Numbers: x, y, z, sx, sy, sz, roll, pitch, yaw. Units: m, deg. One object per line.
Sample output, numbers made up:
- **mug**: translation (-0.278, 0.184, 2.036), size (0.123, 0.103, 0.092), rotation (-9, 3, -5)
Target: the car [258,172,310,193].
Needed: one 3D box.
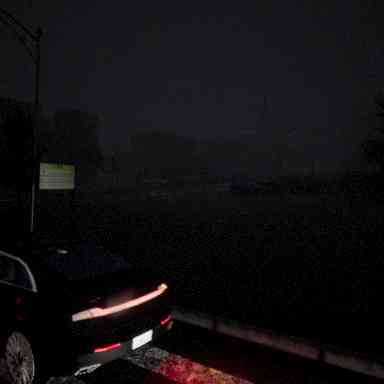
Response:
- **car**: translation (11.459, -1.024, 42.083), size (5.566, 2.045, 2.435), rotation (4, 7, 32)

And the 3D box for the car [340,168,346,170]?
- **car**: translation (35.318, -4.814, 84.025), size (5.008, 1.535, 2.097), rotation (2, 5, 31)

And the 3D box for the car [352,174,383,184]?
- **car**: translation (30.328, -2.269, 56.974), size (4.892, 1.521, 2.231), rotation (4, 7, 31)

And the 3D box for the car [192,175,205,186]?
- **car**: translation (-0.825, -2.017, 54.100), size (4.553, 1.767, 2.185), rotation (2, 6, 30)

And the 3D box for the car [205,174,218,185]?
- **car**: translation (1.385, -2.053, 56.032), size (4.792, 1.488, 2.163), rotation (2, 6, 30)

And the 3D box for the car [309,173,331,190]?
- **car**: translation (16.183, -1.271, 45.787), size (4.553, 1.767, 2.185), rotation (4, 7, 32)

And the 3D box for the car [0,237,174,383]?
- **car**: translation (-2.536, 1.487, 5.276), size (4.902, 1.511, 2.128), rotation (0, 0, 36)

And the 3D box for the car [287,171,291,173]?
- **car**: translation (17.208, -3.393, 69.157), size (5.008, 1.535, 2.097), rotation (2, 5, 30)

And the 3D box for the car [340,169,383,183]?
- **car**: translation (28.013, -2.329, 55.044), size (5.566, 2.045, 2.435), rotation (4, 7, 31)

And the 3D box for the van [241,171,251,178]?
- **van**: translation (8.084, -2.874, 61.709), size (4.442, 1.987, 1.878), rotation (2, 6, 30)

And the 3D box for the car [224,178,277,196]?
- **car**: translation (6.762, -0.403, 38.421), size (5.008, 1.535, 2.097), rotation (4, 7, 32)

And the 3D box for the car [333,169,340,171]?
- **car**: translation (33.059, -4.654, 82.163), size (5.008, 1.535, 2.097), rotation (2, 6, 31)

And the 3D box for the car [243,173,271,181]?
- **car**: translation (12.693, -3.020, 65.420), size (5.008, 1.535, 2.097), rotation (2, 5, 30)

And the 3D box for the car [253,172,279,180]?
- **car**: translation (14.980, -3.175, 67.270), size (4.792, 1.488, 2.163), rotation (2, 5, 30)

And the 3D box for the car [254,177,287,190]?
- **car**: translation (11.078, -1.251, 47.382), size (1.812, 1.442, 4.674), rotation (-4, 6, -33)

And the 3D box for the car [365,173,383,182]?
- **car**: translation (34.805, -2.664, 60.853), size (5.366, 1.575, 1.946), rotation (4, 7, 30)

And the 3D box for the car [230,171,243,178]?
- **car**: translation (5.928, -2.459, 59.796), size (5.008, 1.535, 2.097), rotation (2, 5, 30)

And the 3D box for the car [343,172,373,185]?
- **car**: translation (25.661, -1.861, 53.196), size (4.792, 1.488, 2.163), rotation (4, 7, 31)

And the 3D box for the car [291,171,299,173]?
- **car**: translation (19.475, -3.577, 71.012), size (4.892, 1.521, 2.231), rotation (2, 6, 30)

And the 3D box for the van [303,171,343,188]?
- **van**: translation (18.672, -1.548, 47.547), size (4.442, 1.987, 1.878), rotation (4, 7, 32)

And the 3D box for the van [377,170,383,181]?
- **van**: translation (37.379, -3.058, 62.578), size (4.442, 1.987, 1.878), rotation (4, 7, 30)

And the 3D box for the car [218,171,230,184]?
- **car**: translation (3.694, -2.394, 57.875), size (4.553, 1.767, 2.185), rotation (2, 6, 30)

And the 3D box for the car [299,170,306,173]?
- **car**: translation (21.736, -3.762, 72.871), size (4.892, 1.521, 2.231), rotation (2, 6, 30)

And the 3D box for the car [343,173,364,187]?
- **car**: translation (23.289, -1.702, 51.331), size (4.892, 1.521, 2.231), rotation (4, 7, 31)

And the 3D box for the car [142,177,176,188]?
- **car**: translation (-5.363, -1.476, 50.354), size (4.674, 1.452, 2.002), rotation (2, 5, 30)

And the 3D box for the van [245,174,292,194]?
- **van**: translation (9.226, -0.806, 40.175), size (4.442, 1.987, 1.878), rotation (4, 7, 32)

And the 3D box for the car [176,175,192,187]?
- **car**: translation (-3.079, -1.675, 52.230), size (4.792, 1.488, 2.163), rotation (2, 5, 30)
